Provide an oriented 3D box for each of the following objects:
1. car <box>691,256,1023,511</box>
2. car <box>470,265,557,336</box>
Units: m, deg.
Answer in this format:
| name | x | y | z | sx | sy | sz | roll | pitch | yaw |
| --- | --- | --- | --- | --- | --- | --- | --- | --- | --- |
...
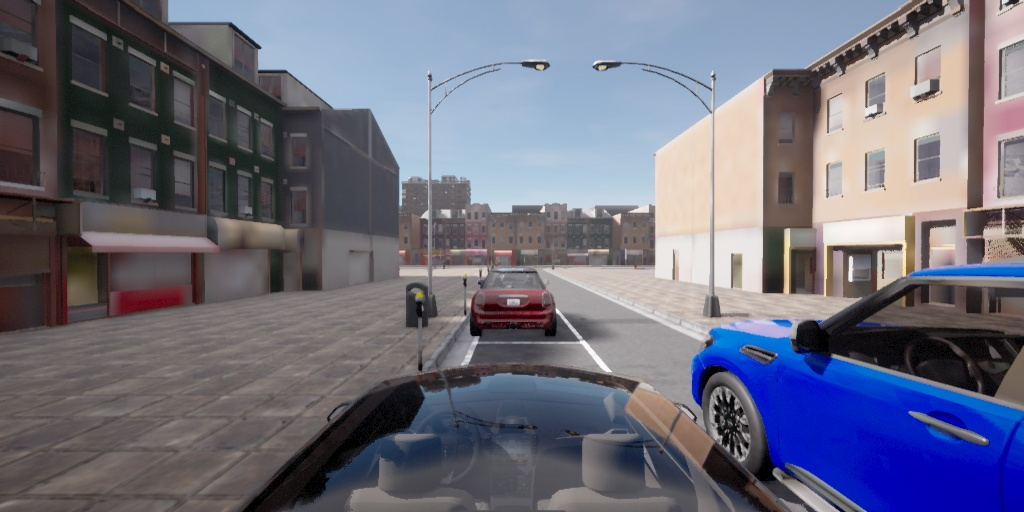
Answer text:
| name | x | y | z | sx | sy | sz | roll | pitch | yaw |
| --- | --- | --- | --- | --- | --- | --- | --- | --- | --- |
| car | 3.020 | 0.980 | 1.530 | 2.150 | 2.045 | 5.566 | 0 | 0 | 0 |
| car | 0.033 | 1.092 | 10.471 | 2.097 | 1.767 | 4.553 | 0 | 0 | 0 |
